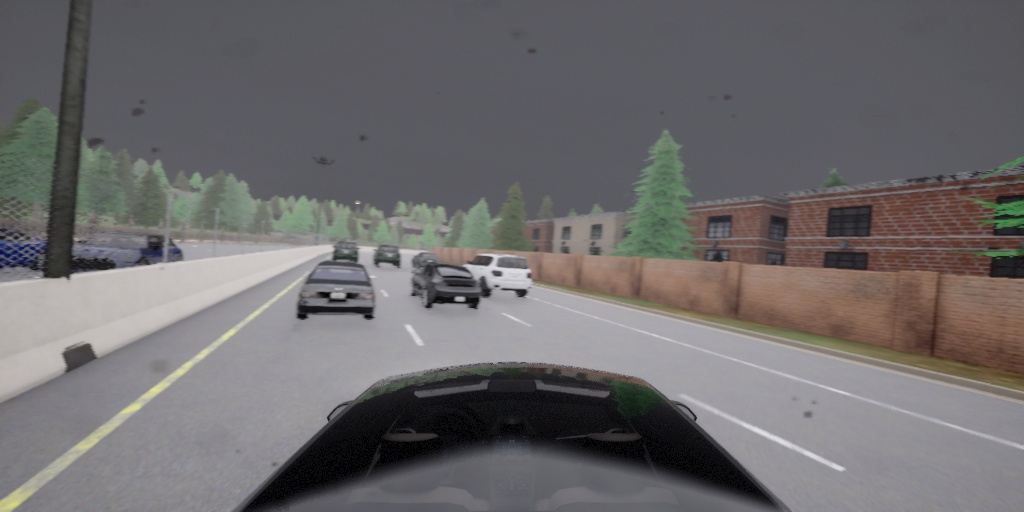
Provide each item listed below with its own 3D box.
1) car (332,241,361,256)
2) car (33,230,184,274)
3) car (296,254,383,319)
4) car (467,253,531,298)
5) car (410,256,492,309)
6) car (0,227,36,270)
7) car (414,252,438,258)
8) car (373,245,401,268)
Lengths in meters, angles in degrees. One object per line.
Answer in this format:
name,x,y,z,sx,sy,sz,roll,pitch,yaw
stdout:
car,-15.278,-0.323,33.048,2.150,2.045,5.566,5,0,-25
car,-14.110,-0.114,13.167,2.097,1.767,4.553,5,0,-25
car,-5.043,0.867,10.535,2.033,1.411,5.357,5,0,-25
car,-0.970,0.904,18.485,2.150,2.045,5.566,5,0,-25
car,-2.649,1.037,13.705,1.837,1.490,4.892,5,0,-25
car,-17.065,-0.247,11.213,1.882,1.535,5.008,5,0,-25
car,-8.344,0.411,34.634,2.097,1.767,4.553,5,0,-25
car,-11.800,-0.019,33.826,2.150,2.045,5.566,5,0,-25
